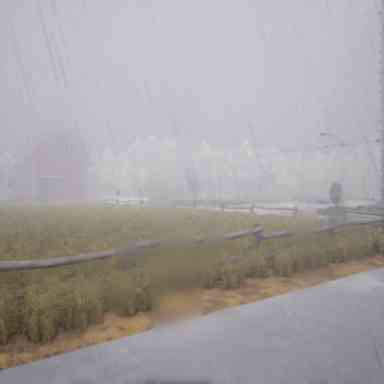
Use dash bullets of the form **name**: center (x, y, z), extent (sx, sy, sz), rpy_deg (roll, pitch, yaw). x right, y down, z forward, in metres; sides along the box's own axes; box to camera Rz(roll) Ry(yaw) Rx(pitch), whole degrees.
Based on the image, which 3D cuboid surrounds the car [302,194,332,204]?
- **car**: center (23.600, 1.481, 61.761), extent (2.242, 1.667, 4.611), rpy_deg (0, 0, -36)

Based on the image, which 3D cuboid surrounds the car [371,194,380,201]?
- **car**: center (43.157, 1.310, 76.025), extent (1.905, 1.878, 3.866), rpy_deg (0, 0, -36)

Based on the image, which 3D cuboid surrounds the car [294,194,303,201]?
- **car**: center (27.114, 1.309, 80.729), extent (1.932, 1.855, 4.605), rpy_deg (0, 0, -36)
